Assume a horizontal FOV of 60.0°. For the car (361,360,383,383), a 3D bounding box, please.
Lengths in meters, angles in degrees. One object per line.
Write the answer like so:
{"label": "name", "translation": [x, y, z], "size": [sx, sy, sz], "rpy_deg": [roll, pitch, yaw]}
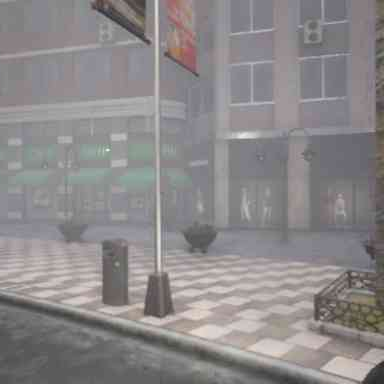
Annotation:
{"label": "car", "translation": [3.226, 1.463, 0.995], "size": [5.008, 1.535, 1.882], "rpy_deg": [0, 0, 37]}
